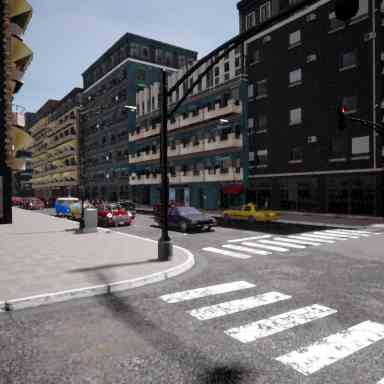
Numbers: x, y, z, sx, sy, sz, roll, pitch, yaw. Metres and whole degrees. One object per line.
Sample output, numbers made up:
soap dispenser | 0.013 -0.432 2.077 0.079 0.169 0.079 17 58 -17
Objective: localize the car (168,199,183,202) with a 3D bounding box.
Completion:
car | -2.271 1.441 33.297 1.967 1.590 4.097 -1 1 -36

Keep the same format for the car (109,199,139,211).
car | -8.708 1.582 42.301 2.008 1.369 4.403 -1 1 -36

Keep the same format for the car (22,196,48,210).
car | -21.965 1.628 46.429 1.967 1.590 4.097 -1 1 -36

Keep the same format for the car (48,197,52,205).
car | -25.391 1.647 61.175 1.837 1.490 4.892 -1 0 -36

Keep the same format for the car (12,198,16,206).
car | -31.622 1.783 59.934 1.887 1.381 4.507 -1 1 -36

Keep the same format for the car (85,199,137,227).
car | -5.867 1.553 23.923 1.967 1.590 4.097 -1 1 -36

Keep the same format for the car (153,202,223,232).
car | -0.615 1.607 21.081 2.033 1.411 5.357 -1 0 -32

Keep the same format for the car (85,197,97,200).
car | -12.547 1.661 37.729 2.033 1.411 5.357 -1 0 -35

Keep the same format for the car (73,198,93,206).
car | -18.367 1.644 55.805 1.947 1.339 4.313 -1 1 -36

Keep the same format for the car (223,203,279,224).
car | 4.070 1.498 24.434 1.752 1.417 4.829 -1 1 -36

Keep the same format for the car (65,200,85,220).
car | -8.986 1.652 28.286 1.752 1.417 4.829 -1 1 -36

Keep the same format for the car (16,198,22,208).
car | -25.183 1.770 50.931 1.947 1.339 4.313 -1 1 -36

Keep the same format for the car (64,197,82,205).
car | -21.587 1.645 60.307 2.008 1.369 4.403 -1 1 -36

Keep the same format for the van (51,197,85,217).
van | -12.308 1.483 32.924 1.690 1.788 3.998 -1 1 -36

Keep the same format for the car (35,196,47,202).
car | -37.685 1.728 82.814 1.887 1.381 4.507 -1 1 -36
